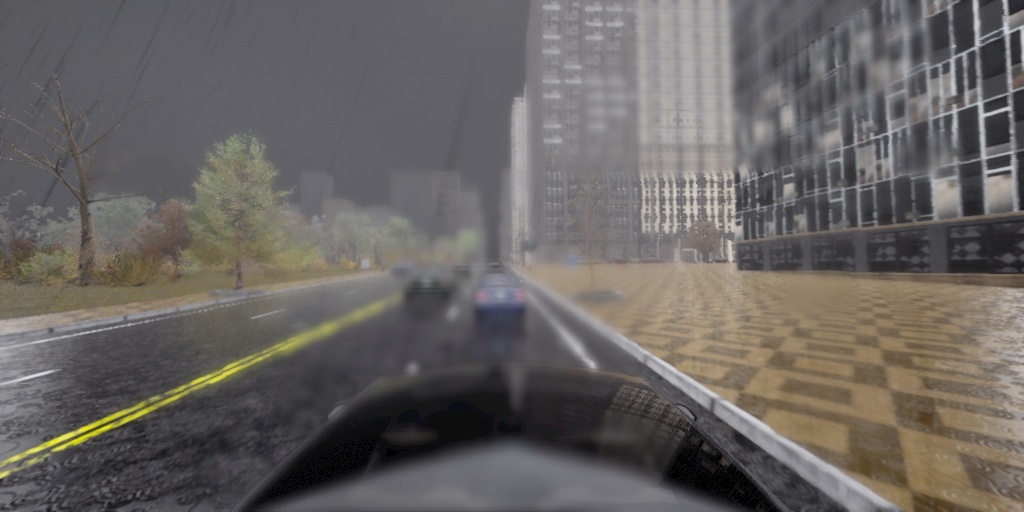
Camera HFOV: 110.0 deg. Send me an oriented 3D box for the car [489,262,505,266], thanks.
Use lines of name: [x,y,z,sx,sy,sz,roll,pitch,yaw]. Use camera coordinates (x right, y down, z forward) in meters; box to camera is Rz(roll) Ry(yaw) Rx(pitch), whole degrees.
car: [-1.366,1.295,33.500,1.837,1.490,4.892,-1,0,-3]

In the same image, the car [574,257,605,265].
car: [13.551,1.041,61.596,4.829,1.417,1.751,0,0,-3]

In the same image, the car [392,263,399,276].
car: [-11.576,1.254,39.260,2.097,1.767,4.553,-1,0,-3]

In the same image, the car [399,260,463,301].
car: [-3.885,1.148,18.059,2.097,1.767,4.553,-1,0,-3]

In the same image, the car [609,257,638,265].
car: [18.956,0.872,61.920,4.097,1.591,1.967,0,0,-3]

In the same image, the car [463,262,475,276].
car: [-4.612,1.327,33.348,1.837,1.490,4.892,-1,0,-3]

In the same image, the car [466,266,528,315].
car: [-0.440,1.304,13.673,2.033,1.411,5.357,-1,0,-2]
